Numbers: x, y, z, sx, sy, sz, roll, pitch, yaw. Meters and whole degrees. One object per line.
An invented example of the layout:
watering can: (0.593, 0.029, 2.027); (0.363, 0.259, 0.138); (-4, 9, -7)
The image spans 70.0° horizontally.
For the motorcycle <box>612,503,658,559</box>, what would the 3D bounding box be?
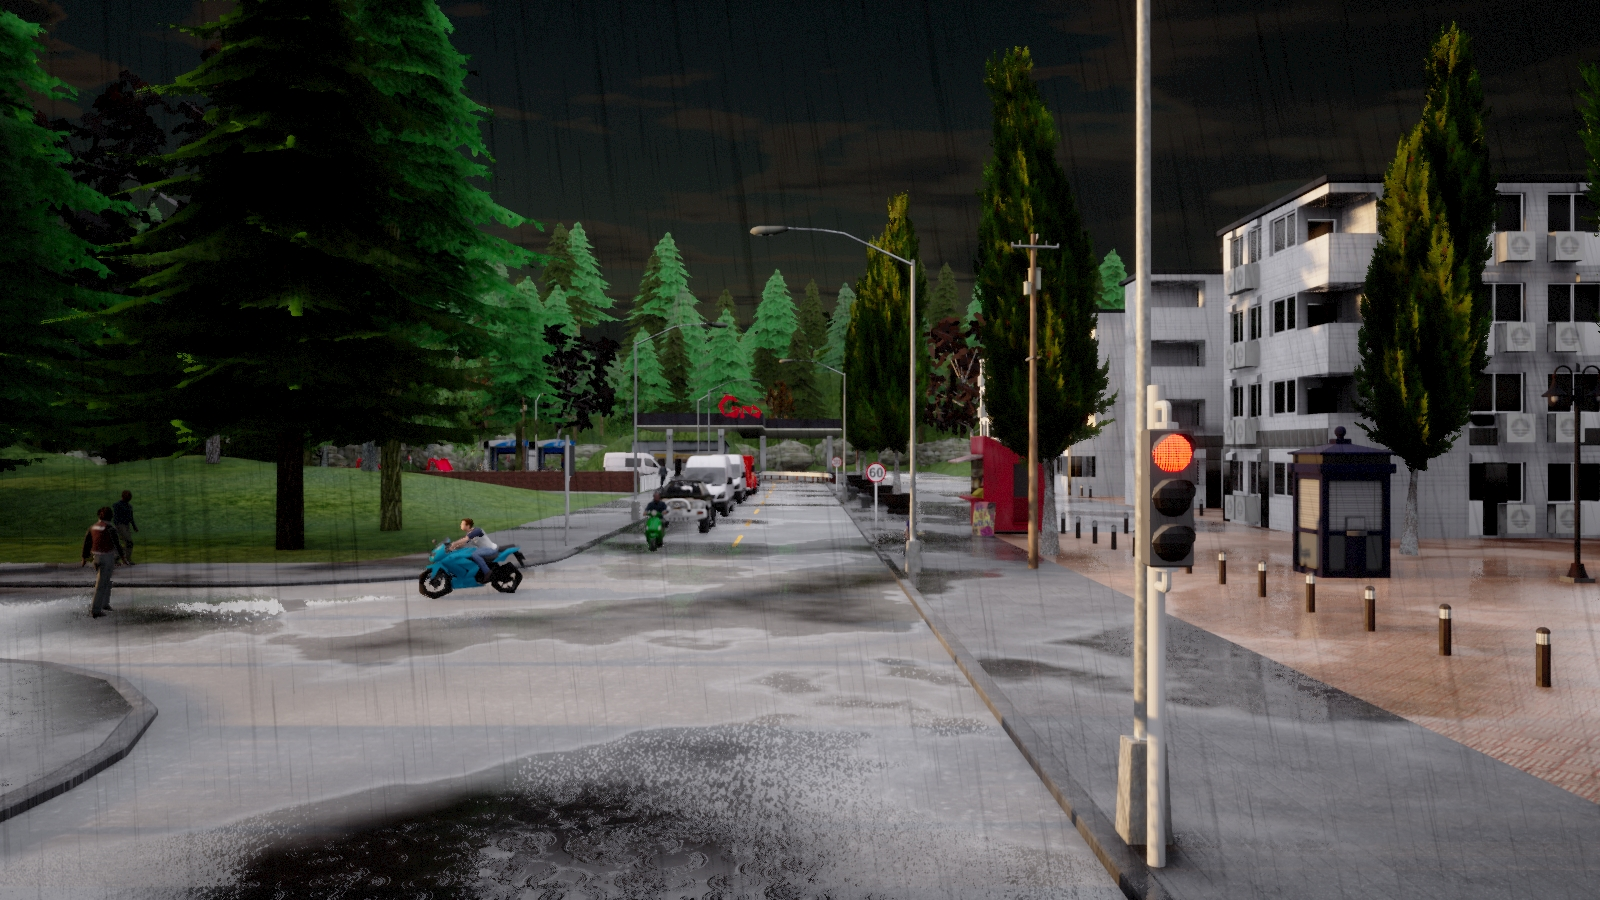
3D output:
motorcycle: (-3.994, 1.957, 27.802); (0.856, 1.236, 1.805); (0, 0, 0)

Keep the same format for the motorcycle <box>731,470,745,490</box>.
motorcycle: (-3.984, 1.950, 73.701); (0.856, 1.236, 1.805); (0, 0, 0)

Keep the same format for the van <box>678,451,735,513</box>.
van: (-4.009, 1.306, 49.753); (1.988, 2.561, 5.915); (0, 0, 0)

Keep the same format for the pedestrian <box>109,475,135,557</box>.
pedestrian: (-15.633, 1.520, 26.341); (0.375, 1.860, 0.375); (0, 0, 4)

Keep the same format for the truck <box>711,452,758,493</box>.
truck: (-3.999, 1.337, 70.770); (2.627, 2.467, 5.204); (0, 0, 0)

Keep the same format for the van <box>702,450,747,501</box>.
van: (-3.996, 1.304, 61.221); (1.988, 2.561, 5.915); (0, 0, 0)

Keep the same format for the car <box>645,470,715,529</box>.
car: (-4.062, 1.639, 39.314); (1.932, 1.855, 4.605); (0, -1, 0)

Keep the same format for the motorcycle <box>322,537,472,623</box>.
motorcycle: (-6.267, 1.992, 17.811); (2.033, 1.145, 0.803); (1, 0, -38)

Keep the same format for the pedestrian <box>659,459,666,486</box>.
pedestrian: (-9.292, 1.512, 77.153); (0.375, 1.860, 0.375); (0, 0, 0)

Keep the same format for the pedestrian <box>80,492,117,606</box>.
pedestrian: (-11.612, 1.625, 18.912); (0.375, 1.860, 0.375); (0, 0, 12)

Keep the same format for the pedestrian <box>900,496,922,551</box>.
pedestrian: (2.735, 1.800, 28.085); (0.375, 1.300, 0.375); (0, 0, -43)
